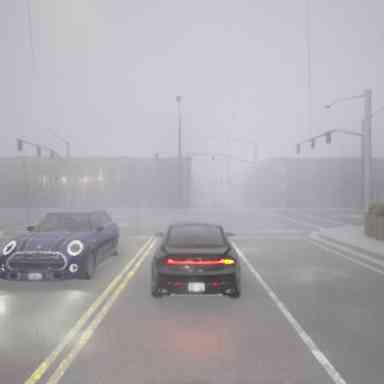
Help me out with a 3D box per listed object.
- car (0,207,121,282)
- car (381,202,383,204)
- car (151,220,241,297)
[{"bbox_3d":[-3.558,1.318,9.818,2.097,1.767,4.553,0,0,0],"label":"car"},{"bbox_3d":[18.020,1.428,29.758,4.674,1.442,1.812,0,0,-2],"label":"car"},{"bbox_3d":[0.081,1.476,8.476,1.837,1.490,4.892,0,0,0],"label":"car"}]
